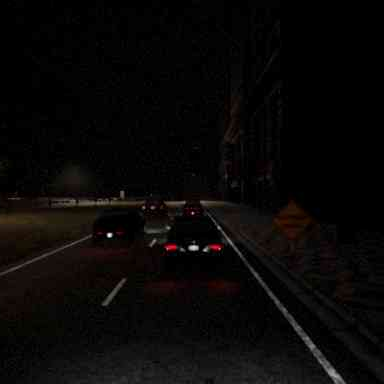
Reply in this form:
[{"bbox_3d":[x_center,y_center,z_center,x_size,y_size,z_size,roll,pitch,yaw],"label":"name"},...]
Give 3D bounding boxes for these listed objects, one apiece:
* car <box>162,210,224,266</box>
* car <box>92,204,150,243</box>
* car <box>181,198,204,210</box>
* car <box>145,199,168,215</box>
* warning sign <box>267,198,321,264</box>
[{"bbox_3d":[0.061,1.571,11.530,2.033,1.411,5.357,0,0,0],"label":"car"},{"bbox_3d":[-3.418,1.542,16.239,1.837,1.490,4.892,0,0,0],"label":"car"},{"bbox_3d":[0.080,1.602,31.608,1.837,1.490,4.892,0,0,0],"label":"car"},{"bbox_3d":[-3.422,1.447,31.201,2.097,1.767,4.553,0,0,0],"label":"car"},{"bbox_3d":[3.045,1.134,10.090,1.300,1.860,1.060,0,0,0],"label":"warning sign"}]
